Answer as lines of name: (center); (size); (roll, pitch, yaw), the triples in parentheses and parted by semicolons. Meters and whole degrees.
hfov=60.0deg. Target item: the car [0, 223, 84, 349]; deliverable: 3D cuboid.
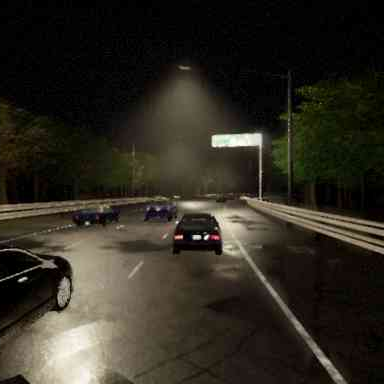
car: (-3.348, 1.502, 4.840); (1.837, 1.490, 4.892); (0, 0, 1)

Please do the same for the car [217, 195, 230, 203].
car: (6.641, 1.568, 72.998); (1.994, 1.385, 4.181); (0, 0, 10)

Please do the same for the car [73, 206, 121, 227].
car: (-6.249, 1.590, 22.534); (1.895, 1.301, 4.718); (1, 0, 3)

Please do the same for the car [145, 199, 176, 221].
car: (-2.413, 1.357, 27.170); (2.097, 1.767, 4.553); (0, 0, 4)

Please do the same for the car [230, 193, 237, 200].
car: (10.497, 1.560, 92.219); (1.994, 1.385, 4.181); (0, 0, 13)

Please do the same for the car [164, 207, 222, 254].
car: (0.257, 1.556, 13.586); (2.033, 1.411, 5.357); (0, 0, 2)
